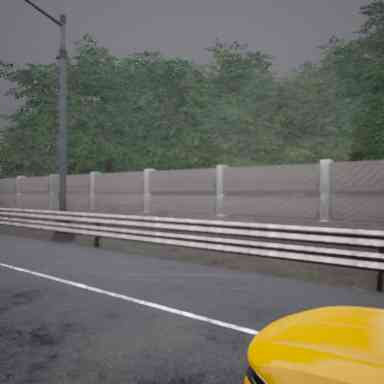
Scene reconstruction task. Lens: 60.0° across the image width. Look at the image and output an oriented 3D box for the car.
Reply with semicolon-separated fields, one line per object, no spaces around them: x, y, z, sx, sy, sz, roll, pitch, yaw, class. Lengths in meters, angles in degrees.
2.740;1.481;2.050;5.008;1.535;1.882;0;0;35;car
